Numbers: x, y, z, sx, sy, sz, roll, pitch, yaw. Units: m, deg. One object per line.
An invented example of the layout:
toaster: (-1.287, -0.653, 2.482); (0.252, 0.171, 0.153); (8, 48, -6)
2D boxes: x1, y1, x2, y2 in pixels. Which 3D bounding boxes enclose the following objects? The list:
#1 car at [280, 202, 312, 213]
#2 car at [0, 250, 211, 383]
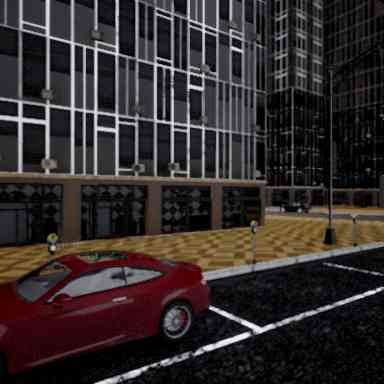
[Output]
car: (13.768, 2.037, 44.281); (2.008, 1.369, 4.403); (-1, 0, -36)
car: (-1.622, 1.587, 4.943); (4.206, 1.307, 1.802); (0, 0, -35)
